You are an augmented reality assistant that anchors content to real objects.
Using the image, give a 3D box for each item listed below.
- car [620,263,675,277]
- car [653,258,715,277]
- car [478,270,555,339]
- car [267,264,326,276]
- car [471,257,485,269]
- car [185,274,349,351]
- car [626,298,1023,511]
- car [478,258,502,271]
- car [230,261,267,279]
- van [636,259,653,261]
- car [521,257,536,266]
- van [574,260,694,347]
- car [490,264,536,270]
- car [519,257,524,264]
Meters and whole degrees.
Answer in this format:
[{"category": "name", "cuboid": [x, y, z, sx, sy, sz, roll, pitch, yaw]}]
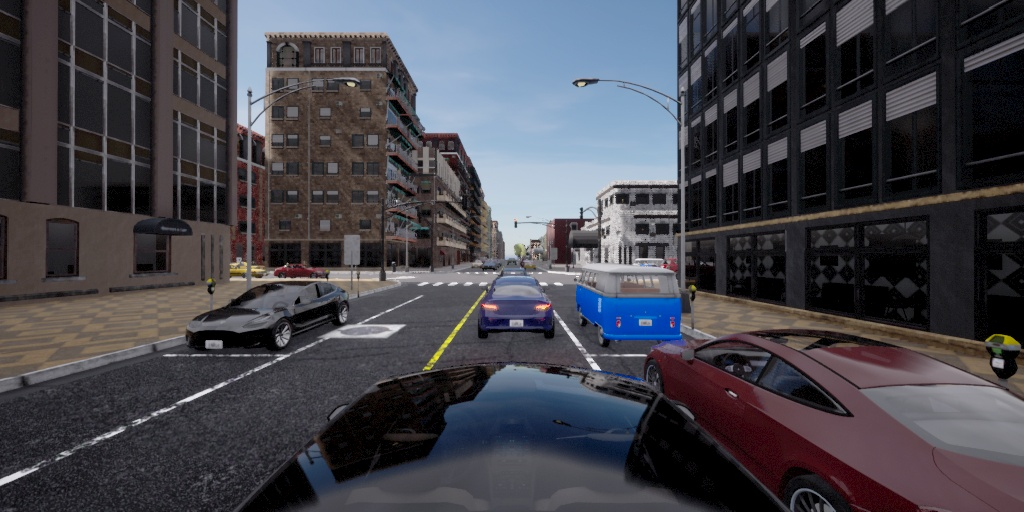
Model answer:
[{"category": "car", "cuboid": [13.399, 1.418, 35.696, 4.718, 1.301, 1.895, 0, 0, 1]}, {"category": "car", "cuboid": [14.916, 1.107, 29.886, 5.009, 1.841, 2.192, 0, 0, 0]}, {"category": "car", "cuboid": [0.100, 1.277, 10.000, 1.812, 1.442, 4.674, 0, 0, 0]}, {"category": "car", "cuboid": [-17.470, 1.284, 29.805, 4.207, 1.307, 1.802, 0, 0, 0]}, {"category": "car", "cuboid": [-5.697, 1.318, 59.153, 1.751, 1.417, 4.829, 0, 0, 0]}, {"category": "car", "cuboid": [-5.691, 1.317, 9.025, 1.948, 1.339, 4.313, 0, 0, 0]}, {"category": "car", "cuboid": [2.657, 1.332, 3.311, 1.802, 1.307, 4.207, 0, 0, 0]}, {"category": "car", "cuboid": [-3.067, 1.329, 50.632, 2.033, 1.411, 5.357, 0, 0, 3]}, {"category": "car", "cuboid": [-22.963, 1.216, 29.791, 4.829, 1.417, 1.751, 0, 0, 0]}, {"category": "van", "cuboid": [14.893, 1.175, 38.266, 3.998, 1.789, 1.690, 0, 0, 0]}, {"category": "car", "cuboid": [2.684, 1.311, 53.956, 1.751, 1.417, 4.829, 0, 0, 0]}, {"category": "van", "cuboid": [2.656, 1.092, 9.000, 1.690, 1.789, 3.998, 0, 0, 0]}, {"category": "car", "cuboid": [0.090, 1.318, 18.451, 1.994, 1.385, 4.181, 0, 0, 0]}, {"category": "car", "cuboid": [2.683, 1.382, 64.865, 1.802, 1.307, 4.207, 0, 0, 0]}]
